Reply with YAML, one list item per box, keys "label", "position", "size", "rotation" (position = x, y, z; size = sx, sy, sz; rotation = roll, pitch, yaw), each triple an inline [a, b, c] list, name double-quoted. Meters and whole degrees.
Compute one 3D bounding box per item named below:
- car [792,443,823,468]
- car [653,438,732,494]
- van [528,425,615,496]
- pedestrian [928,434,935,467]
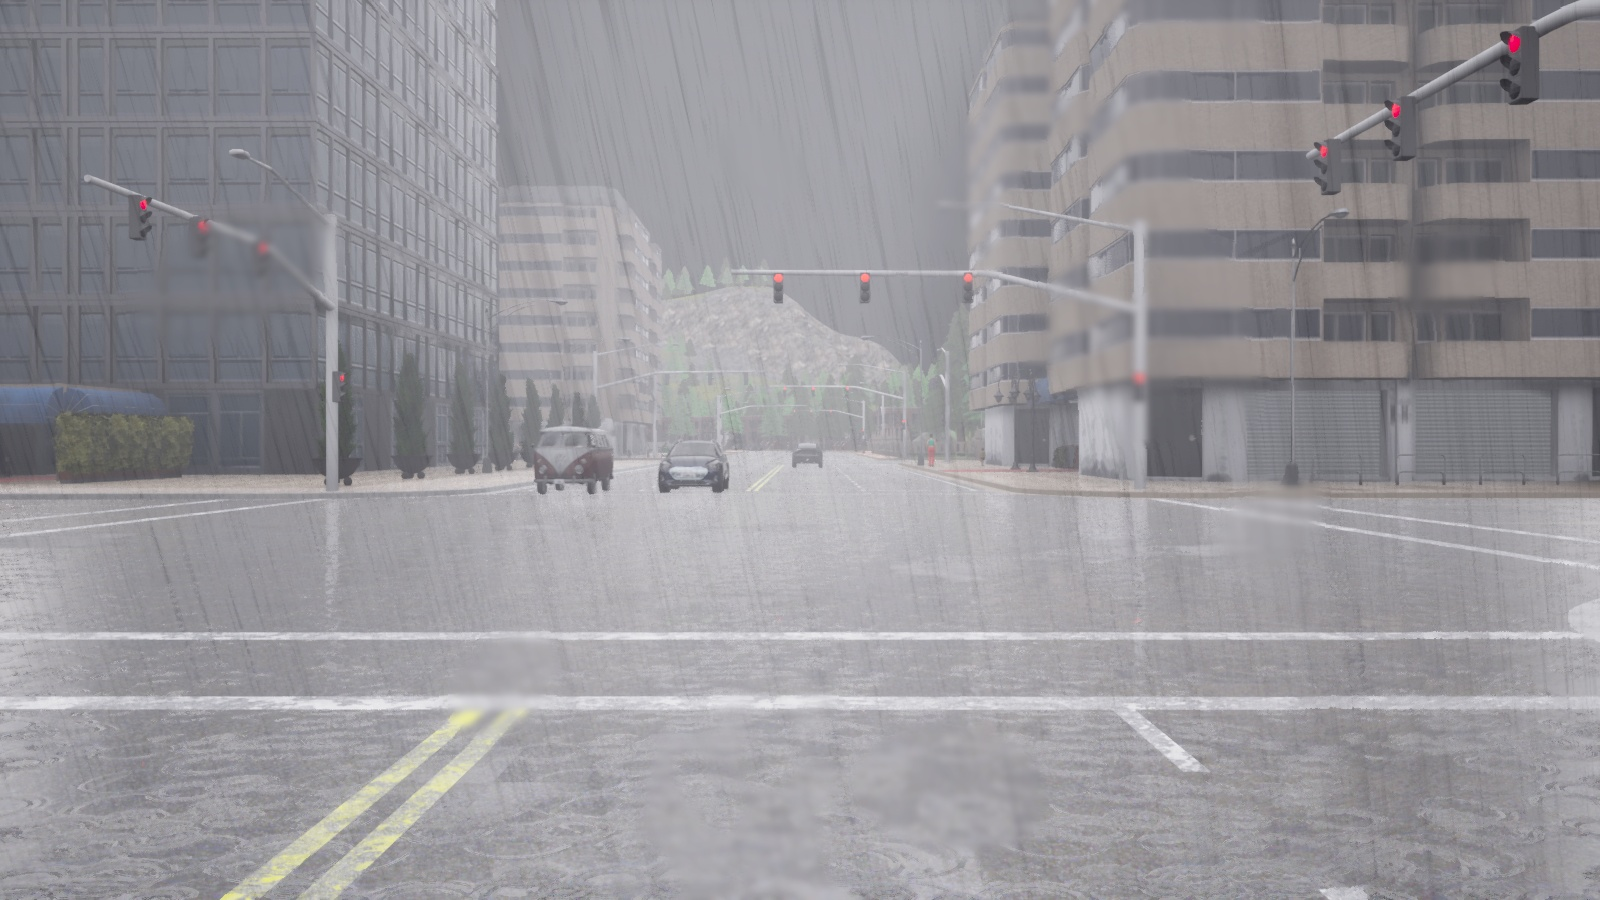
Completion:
- label: "car"
  position: [0.453, 0.319, 76.675]
  size: [1.837, 1.490, 4.892]
  rotation: [0, 0, 0]
- label: "car"
  position: [-3.261, 0.454, 39.052]
  size: [2.033, 1.649, 4.856]
  rotation: [0, 0, 0]
- label: "van"
  position: [-6.769, 0.281, 37.634]
  size: [1.775, 1.987, 4.442]
  rotation: [0, 0, 0]
- label: "pedestrian"
  position: [7.328, 0.013, 69.939]
  size: [0.345, 1.836, 0.594]
  rotation: [0, 0, 12]
